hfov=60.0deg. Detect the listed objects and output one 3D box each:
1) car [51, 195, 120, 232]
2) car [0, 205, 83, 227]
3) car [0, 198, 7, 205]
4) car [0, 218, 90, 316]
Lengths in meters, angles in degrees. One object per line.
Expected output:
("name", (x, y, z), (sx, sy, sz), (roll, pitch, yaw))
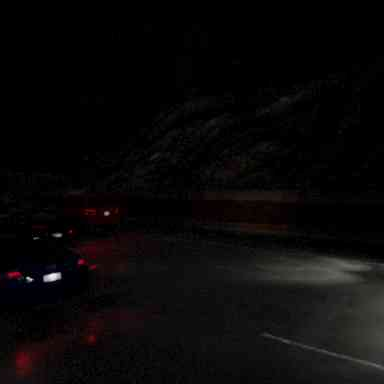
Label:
("car", (-6.224, 1.153, 18.395), (5.566, 2.045, 2.150), (0, 0, 43))
("car", (-6.818, 1.461, 14.253), (4.674, 1.442, 1.812), (0, 0, 42))
("car", (-19.444, 1.333, 32.649), (1.837, 1.490, 4.892), (0, 0, -39))
("car", (-4.133, 1.528, 7.381), (4.181, 1.385, 1.994), (0, 0, 39))
